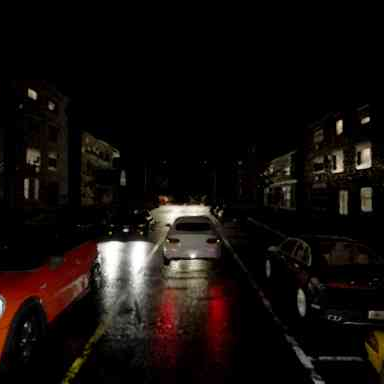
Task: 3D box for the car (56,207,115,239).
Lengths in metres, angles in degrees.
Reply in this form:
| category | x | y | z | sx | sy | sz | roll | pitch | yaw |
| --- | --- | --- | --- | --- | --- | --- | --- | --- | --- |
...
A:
| category | x | y | z | sx | sy | sz | roll | pitch | yaw |
| --- | --- | --- | --- | --- | --- | --- | --- | --- | --- |
| car | -5.621 | 1.583 | 18.138 | 1.802 | 1.307 | 4.206 | 1 | 0 | 0 |

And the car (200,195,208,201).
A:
| category | x | y | z | sx | sy | sz | roll | pitch | yaw |
| --- | --- | --- | --- | --- | --- | --- | --- | --- | --- |
| car | 3.120 | 1.623 | 87.053 | 2.008 | 1.369 | 4.403 | 1 | 0 | 0 |

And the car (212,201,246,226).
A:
| category | x | y | z | sx | sy | sz | roll | pitch | yaw |
| --- | --- | --- | --- | --- | --- | --- | --- | --- | --- |
| car | 2.780 | 1.569 | 23.638 | 2.008 | 1.369 | 4.403 | 1 | 0 | 0 |

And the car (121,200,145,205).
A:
| category | x | y | z | sx | sy | sz | roll | pitch | yaw |
| --- | --- | --- | --- | --- | --- | --- | --- | --- | --- |
| car | -5.580 | 1.590 | 29.205 | 1.802 | 1.307 | 4.206 | 1 | 0 | 0 |

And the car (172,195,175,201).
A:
| category | x | y | z | sx | sy | sz | roll | pitch | yaw |
| --- | --- | --- | --- | --- | --- | --- | --- | --- | --- |
| car | -5.455 | 1.576 | 80.477 | 1.752 | 1.417 | 4.829 | 1 | 0 | 0 |

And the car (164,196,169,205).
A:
| category | x | y | z | sx | sy | sz | roll | pitch | yaw |
| --- | --- | --- | --- | --- | --- | --- | --- | --- | --- |
| car | -5.476 | 1.610 | 56.869 | 1.802 | 1.307 | 4.206 | 1 | 0 | 0 |

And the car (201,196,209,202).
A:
| category | x | y | z | sx | sy | sz | roll | pitch | yaw |
| --- | --- | --- | --- | --- | --- | --- | --- | --- | --- |
| car | 3.049 | 1.588 | 78.832 | 1.752 | 1.417 | 4.829 | 1 | 0 | 0 |

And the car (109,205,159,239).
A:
| category | x | y | z | sx | sy | sz | roll | pitch | yaw |
| --- | --- | --- | --- | --- | --- | --- | --- | --- | --- |
| car | -3.035 | 1.569 | 17.220 | 1.994 | 1.385 | 4.181 | 0 | 0 | 0 |

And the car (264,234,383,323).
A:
| category | x | y | z | sx | sy | sz | roll | pitch | yaw |
| --- | --- | --- | --- | --- | --- | --- | --- | --- | --- |
| car | 2.717 | 1.559 | 7.039 | 2.008 | 1.369 | 4.403 | 1 | 0 | 0 |

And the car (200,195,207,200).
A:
| category | x | y | z | sx | sy | sz | roll | pitch | yaw |
| --- | --- | --- | --- | --- | --- | --- | --- | --- | --- |
| car | 3.177 | 1.647 | 94.598 | 1.947 | 1.339 | 4.313 | 1 | 0 | 0 |

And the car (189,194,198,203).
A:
| category | x | y | z | sx | sy | sz | roll | pitch | yaw |
| --- | --- | --- | --- | --- | --- | --- | --- | --- | --- |
| car | 0.257 | 1.542 | 69.668 | 1.837 | 1.490 | 4.892 | 0 | 0 | 0 |

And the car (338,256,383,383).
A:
| category | x | y | z | sx | sy | sz | roll | pitch | yaw |
| --- | --- | --- | --- | --- | --- | --- | --- | --- | --- |
| car | 2.697 | 1.531 | 1.676 | 1.752 | 1.417 | 4.829 | 1 | 0 | 0 |

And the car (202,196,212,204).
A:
| category | x | y | z | sx | sy | sz | roll | pitch | yaw |
| --- | --- | --- | --- | --- | --- | --- | --- | --- | --- |
| car | 2.953 | 1.596 | 67.596 | 1.887 | 1.381 | 4.507 | 1 | 0 | 0 |

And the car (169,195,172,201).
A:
| category | x | y | z | sx | sy | sz | roll | pitch | yaw |
| --- | --- | --- | --- | --- | --- | --- | --- | --- | --- |
| car | -5.453 | 1.473 | 62.403 | 1.967 | 1.590 | 4.097 | 1 | 0 | 0 |

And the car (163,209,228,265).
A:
| category | x | y | z | sx | sy | sz | roll | pitch | yaw |
| --- | --- | --- | --- | --- | --- | --- | --- | --- | --- |
| car | 0.034 | 1.540 | 11.608 | 1.812 | 1.442 | 4.674 | 0 | 0 | 0 |

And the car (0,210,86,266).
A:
| category | x | y | z | sx | sy | sz | roll | pitch | yaw |
| --- | --- | --- | --- | --- | --- | --- | --- | --- | --- |
| car | -5.642 | 1.523 | 12.435 | 1.752 | 1.417 | 4.829 | 1 | 0 | 0 |

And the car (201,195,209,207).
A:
| category | x | y | z | sx | sy | sz | roll | pitch | yaw |
| --- | --- | --- | --- | --- | --- | --- | --- | --- | --- |
| car | 2.887 | 1.352 | 51.304 | 2.192 | 1.841 | 5.009 | 1 | 0 | 0 |

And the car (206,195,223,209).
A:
| category | x | y | z | sx | sy | sz | roll | pitch | yaw |
| --- | --- | --- | --- | --- | --- | --- | --- | --- | --- |
| car | 2.823 | 1.465 | 34.705 | 1.967 | 1.590 | 4.097 | 1 | 0 | 0 |

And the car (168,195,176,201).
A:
| category | x | y | z | sx | sy | sz | roll | pitch | yaw |
| --- | --- | --- | --- | --- | --- | --- | --- | --- | --- |
| car | -5.467 | 1.614 | 91.712 | 2.008 | 1.369 | 4.403 | 1 | 0 | 0 |

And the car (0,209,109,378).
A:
| category | x | y | z | sx | sy | sz | roll | pitch | yaw |
| --- | --- | --- | --- | --- | --- | --- | --- | --- | --- |
| car | -3.084 | 1.350 | 5.620 | 2.097 | 1.767 | 4.553 | 0 | 0 | 0 |

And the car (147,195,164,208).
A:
| category | x | y | z | sx | sy | sz | roll | pitch | yaw |
| --- | --- | --- | --- | --- | --- | --- | --- | --- | --- |
| car | -5.514 | 1.334 | 45.804 | 2.192 | 1.841 | 5.009 | 1 | 0 | 0 |

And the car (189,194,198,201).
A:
| category | x | y | z | sx | sy | sz | roll | pitch | yaw |
| --- | --- | --- | --- | --- | --- | --- | --- | --- | --- |
| car | 0.296 | 1.324 | 80.057 | 2.097 | 1.767 | 4.553 | 0 | 0 | 0 |

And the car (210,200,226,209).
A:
| category | x | y | z | sx | sy | sz | roll | pitch | yaw |
| --- | --- | --- | --- | --- | --- | --- | --- | --- | --- |
| car | 2.800 | 1.603 | 29.171 | 1.802 | 1.307 | 4.206 | 1 | 0 | 0 |

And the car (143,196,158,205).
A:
| category | x | y | z | sx | sy | sz | roll | pitch | yaw |
| --- | --- | --- | --- | --- | --- | --- | --- | --- | --- |
| car | -5.538 | 1.540 | 40.100 | 1.752 | 1.417 | 4.829 | 1 | 0 | 0 |
